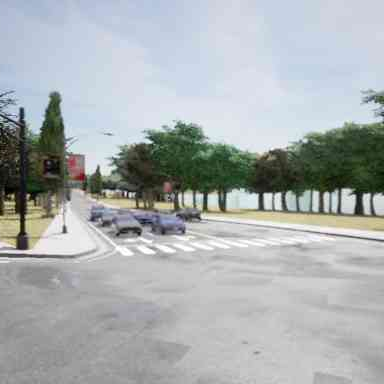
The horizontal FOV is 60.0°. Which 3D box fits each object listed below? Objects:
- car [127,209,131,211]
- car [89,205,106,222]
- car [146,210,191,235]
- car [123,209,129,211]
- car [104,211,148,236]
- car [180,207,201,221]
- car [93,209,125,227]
[{"bbox_3d":[-5.149,2.797,34.464,1.895,1.301,4.718,0,-2,-21],"label":"car"},{"bbox_3d":[-12.588,2.845,44.809,2.150,2.045,5.566,0,-2,-21],"label":"car"},{"bbox_3d":[-1.982,2.448,26.186,1.812,1.442,4.674,0,-2,-21],"label":"car"},{"bbox_3d":[-8.845,3.046,44.124,1.837,1.490,4.892,0,-2,-21],"label":"car"},{"bbox_3d":[-5.201,2.498,25.505,2.033,1.411,5.357,0,-2,-21],"label":"car"},{"bbox_3d":[-0.548,2.663,40.911,2.097,1.767,4.553,0,-2,-21],"label":"car"},{"bbox_3d":[-8.789,2.811,34.883,2.033,1.411,5.357,0,-2,-21],"label":"car"}]
